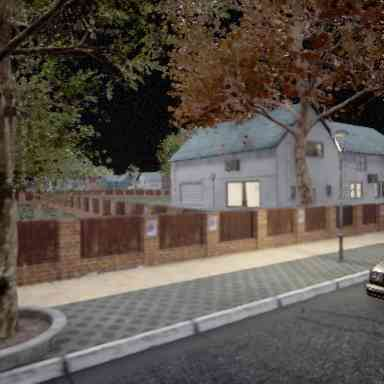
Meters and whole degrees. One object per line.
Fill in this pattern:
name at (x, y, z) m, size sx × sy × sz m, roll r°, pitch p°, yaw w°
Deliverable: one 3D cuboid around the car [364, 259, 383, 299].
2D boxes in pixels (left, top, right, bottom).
car at (5.926, 1.503, 7.193) m, size 5.357 × 1.411 × 2.033 m, roll 0°, pitch 0°, yaw -35°
